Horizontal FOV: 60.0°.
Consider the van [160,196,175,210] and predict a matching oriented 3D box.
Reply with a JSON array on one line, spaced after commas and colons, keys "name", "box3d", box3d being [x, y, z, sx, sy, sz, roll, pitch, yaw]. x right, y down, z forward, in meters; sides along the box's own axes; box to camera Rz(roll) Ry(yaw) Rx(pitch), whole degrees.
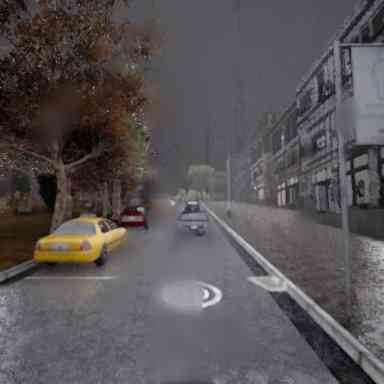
[{"name": "van", "box3d": [-3.677, 1.600, 50.965, 1.878, 1.987, 4.442, 0, 0, 2]}]

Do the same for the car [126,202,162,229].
[{"name": "car", "box3d": [-3.663, 1.678, 23.022, 2.163, 1.488, 4.792, 0, 0, 2]}]

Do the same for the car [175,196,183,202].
[{"name": "car", "box3d": [-3.708, 2.018, 95.379, 2.185, 1.767, 4.553, 0, 0, 2]}]

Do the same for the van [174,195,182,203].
[{"name": "van", "box3d": [-3.699, 1.878, 89.957, 1.878, 1.987, 4.442, 0, 0, 2]}]

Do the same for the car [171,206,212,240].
[{"name": "car", "box3d": [0.088, 1.680, 17.803, 2.033, 1.411, 5.357, 0, 0, 0]}]

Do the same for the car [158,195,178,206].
[{"name": "car", "box3d": [-3.677, 1.538, 45.307, 2.435, 2.045, 5.566, 0, 0, 2]}]

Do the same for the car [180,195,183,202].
[{"name": "car", "box3d": [-3.695, 1.855, 73.097, 2.185, 1.767, 4.553, 0, 0, 2]}]

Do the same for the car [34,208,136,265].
[{"name": "car", "box3d": [-3.651, 1.569, 12.037, 1.946, 1.575, 5.366, 0, 0, 2]}]

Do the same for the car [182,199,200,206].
[{"name": "car", "box3d": [0.078, 1.811, 41.515, 1.812, 1.442, 4.674, 0, 0, 0]}]

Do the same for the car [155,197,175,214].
[{"name": "car", "box3d": [-3.674, 1.754, 39.701, 2.097, 1.535, 5.008, 0, 0, 2]}]

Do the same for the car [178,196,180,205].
[{"name": "car", "box3d": [-3.677, 1.861, 56.602, 1.946, 1.575, 5.366, 0, 0, 2]}]

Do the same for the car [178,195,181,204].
[{"name": "car", "box3d": [-3.687, 1.900, 61.981, 2.097, 1.535, 5.008, 0, 0, 2]}]
